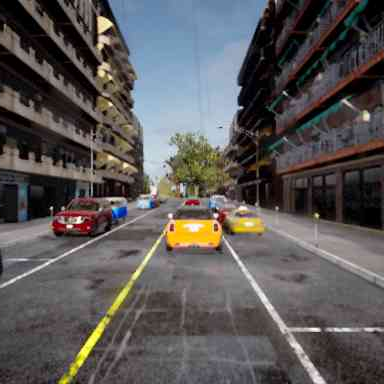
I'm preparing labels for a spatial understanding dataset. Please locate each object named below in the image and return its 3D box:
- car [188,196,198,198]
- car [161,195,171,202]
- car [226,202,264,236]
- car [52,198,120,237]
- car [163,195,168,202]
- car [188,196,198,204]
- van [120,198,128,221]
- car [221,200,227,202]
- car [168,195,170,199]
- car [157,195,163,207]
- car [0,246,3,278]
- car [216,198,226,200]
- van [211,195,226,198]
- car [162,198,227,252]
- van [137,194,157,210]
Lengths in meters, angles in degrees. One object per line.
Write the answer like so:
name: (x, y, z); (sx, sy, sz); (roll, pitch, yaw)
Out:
car: (0.114, 1.383, 43.880); (1.882, 1.535, 5.008); (0, 0, 0)
car: (-5.748, 1.404, 74.536); (2.008, 1.369, 4.403); (1, 0, 0)
car: (2.708, 1.485, 18.052); (1.752, 1.417, 4.829); (1, 0, 0)
car: (-5.670, 1.275, 17.923); (2.192, 1.841, 5.009); (1, 0, 0)
car: (-5.661, 1.446, 57.555); (1.947, 1.339, 4.313); (1, 0, 0)
car: (0.121, 1.401, 60.593); (1.812, 1.442, 4.674); (0, 0, 0)
van: (-5.668, 1.288, 23.584); (1.690, 1.788, 3.998); (1, 0, 0)
car: (2.713, 1.493, 23.543); (1.887, 1.381, 4.507); (1, 0, 0)
car: (-5.659, 1.422, 63.217); (2.008, 1.369, 4.403); (1, 0, 0)
car: (-5.660, 1.216, 46.231); (2.192, 1.841, 5.009); (1, 0, 0)
car: (-5.675, 1.425, 6.600); (1.967, 1.590, 4.097); (1, 0, 0)
car: (2.718, 1.502, 29.206); (1.947, 1.339, 4.313); (1, 0, 0)
van: (2.702, 1.265, 34.867); (1.690, 1.788, 3.998); (1, 0, 0)
car: (0.050, 1.320, 13.880); (2.097, 1.767, 4.553); (0, 0, 0)
van: (-5.663, 1.253, 40.569); (1.690, 1.788, 3.998); (1, 0, 0)
